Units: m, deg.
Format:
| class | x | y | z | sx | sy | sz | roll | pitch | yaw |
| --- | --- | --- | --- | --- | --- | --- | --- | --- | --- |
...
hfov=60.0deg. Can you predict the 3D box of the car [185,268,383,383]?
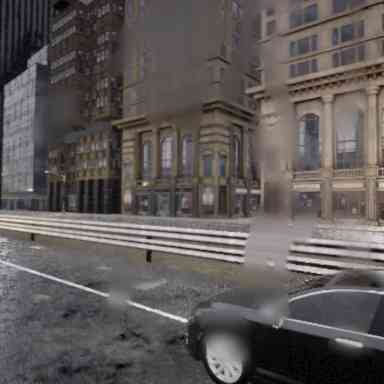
| class | x | y | z | sx | sy | sz | roll | pitch | yaw |
| --- | --- | --- | --- | --- | --- | --- | --- | --- | --- |
| car | 2.079 | 1.659 | 3.761 | 4.892 | 1.490 | 1.837 | -1 | -2 | 41 |
